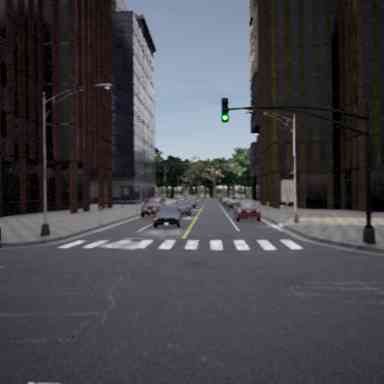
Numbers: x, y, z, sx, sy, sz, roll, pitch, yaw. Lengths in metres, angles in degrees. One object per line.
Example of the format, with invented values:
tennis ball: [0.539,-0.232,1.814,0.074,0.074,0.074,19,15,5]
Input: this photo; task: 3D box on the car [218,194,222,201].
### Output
car: [6.954,1.739,70.928,1.752,1.417,4.829,-1,0,3]

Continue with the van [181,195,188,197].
van: [-2.192,1.614,60.391,1.690,1.788,3.998,-1,0,3]

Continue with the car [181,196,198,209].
car: [-0.154,1.702,48.407,1.837,1.490,4.892,-1,0,4]

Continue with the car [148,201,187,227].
car: [-1.633,1.660,23.846,2.033,1.411,5.357,-1,0,0]

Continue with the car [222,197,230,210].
car: [5.386,1.664,43.615,2.008,1.369,4.403,-1,0,3]

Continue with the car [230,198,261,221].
car: [4.449,1.497,27.330,1.967,1.590,4.097,-1,0,3]

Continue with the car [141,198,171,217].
car: [-3.752,1.491,33.248,2.192,1.841,5.009,-1,0,3]

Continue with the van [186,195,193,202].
van: [-0.633,1.718,87.534,1.690,1.788,3.998,-1,0,3]

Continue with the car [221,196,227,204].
car: [5.697,1.678,49.044,1.887,1.381,4.507,-1,0,3]

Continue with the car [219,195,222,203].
car: [6.331,1.699,60.071,1.752,1.417,4.829,-1,0,3]

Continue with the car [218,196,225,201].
car: [8.192,1.843,92.473,1.887,1.381,4.507,-1,0,3]

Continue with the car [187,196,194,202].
car: [-0.328,1.923,92.792,1.752,1.417,4.829,-1,0,3]

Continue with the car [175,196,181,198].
car: [-2.823,1.758,49.363,1.752,1.417,4.829,-1,0,3]

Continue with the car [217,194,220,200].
car: [7.254,1.549,76.188,2.192,1.841,5.009,-1,0,3]

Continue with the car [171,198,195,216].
car: [-0.999,1.652,34.167,1.837,1.490,4.892,-1,0,4]

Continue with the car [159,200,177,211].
car: [-3.125,1.796,44.104,1.802,1.307,4.206,-1,0,3]

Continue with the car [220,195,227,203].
car: [6.009,1.698,54.473,1.887,1.381,4.507,-1,0,3]
